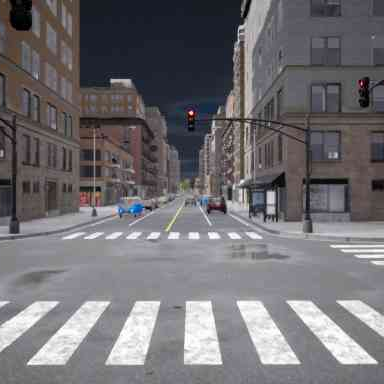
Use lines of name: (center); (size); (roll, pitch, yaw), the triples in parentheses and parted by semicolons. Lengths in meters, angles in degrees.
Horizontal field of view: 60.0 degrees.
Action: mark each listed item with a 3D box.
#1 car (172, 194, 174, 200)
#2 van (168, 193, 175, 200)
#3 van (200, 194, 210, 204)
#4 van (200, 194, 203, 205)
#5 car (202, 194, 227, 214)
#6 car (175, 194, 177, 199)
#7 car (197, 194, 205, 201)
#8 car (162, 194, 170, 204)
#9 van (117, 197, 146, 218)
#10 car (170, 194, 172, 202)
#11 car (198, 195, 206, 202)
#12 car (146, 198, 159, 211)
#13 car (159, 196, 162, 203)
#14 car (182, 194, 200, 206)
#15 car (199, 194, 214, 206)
car: (-5.710, 1.556, 73.213); (1.947, 1.339, 4.313); (0, 0, 0)
van: (-5.798, 1.327, 94.838); (1.690, 1.788, 3.998); (0, 0, 0)
van: (2.413, 1.333, 62.437); (1.690, 1.788, 3.998); (0, 0, 0)
van: (2.470, 1.335, 51.624); (1.690, 1.788, 3.998); (0, 0, 0)
car: (2.555, 1.312, 35.406); (2.192, 1.841, 5.009); (0, 0, 0)
car: (-5.776, 1.569, 89.431); (1.802, 1.307, 4.206); (0, 0, 0)
car: (2.300, 1.428, 84.061); (1.967, 1.590, 4.097); (0, 0, 0)
car: (-5.665, 1.518, 62.231); (1.752, 1.417, 4.829); (0, 0, 0)
van: (-5.534, 1.339, 29.963); (1.690, 1.788, 3.998); (0, 0, 0)
car: (-5.688, 1.542, 67.806); (2.008, 1.369, 4.403); (0, 0, 0)
car: (2.327, 1.514, 78.825); (1.752, 1.417, 4.829); (0, 0, 0)
car: (-5.578, 1.562, 40.775); (1.947, 1.339, 4.313); (0, 0, 0)
car: (-5.600, 1.540, 46.182); (1.887, 1.381, 4.507); (0, 0, 0)
car: (-0.183, 1.485, 55.105); (2.128, 1.511, 4.902); (0, 0, 0)
car: (2.442, 1.308, 57.031); (2.192, 1.841, 5.009); (0, 0, 0)
